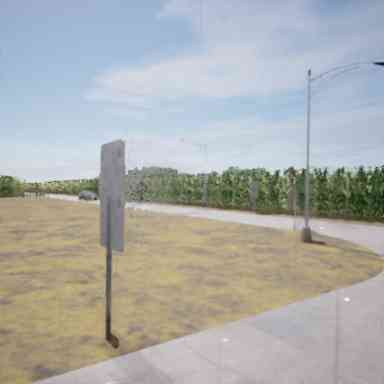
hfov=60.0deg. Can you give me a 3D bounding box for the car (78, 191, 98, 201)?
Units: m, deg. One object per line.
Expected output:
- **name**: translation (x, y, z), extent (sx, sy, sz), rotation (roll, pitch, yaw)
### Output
- **car**: translation (-16.231, 0.591, 51.802), extent (2.128, 1.511, 4.902), rotation (1, 1, -36)
